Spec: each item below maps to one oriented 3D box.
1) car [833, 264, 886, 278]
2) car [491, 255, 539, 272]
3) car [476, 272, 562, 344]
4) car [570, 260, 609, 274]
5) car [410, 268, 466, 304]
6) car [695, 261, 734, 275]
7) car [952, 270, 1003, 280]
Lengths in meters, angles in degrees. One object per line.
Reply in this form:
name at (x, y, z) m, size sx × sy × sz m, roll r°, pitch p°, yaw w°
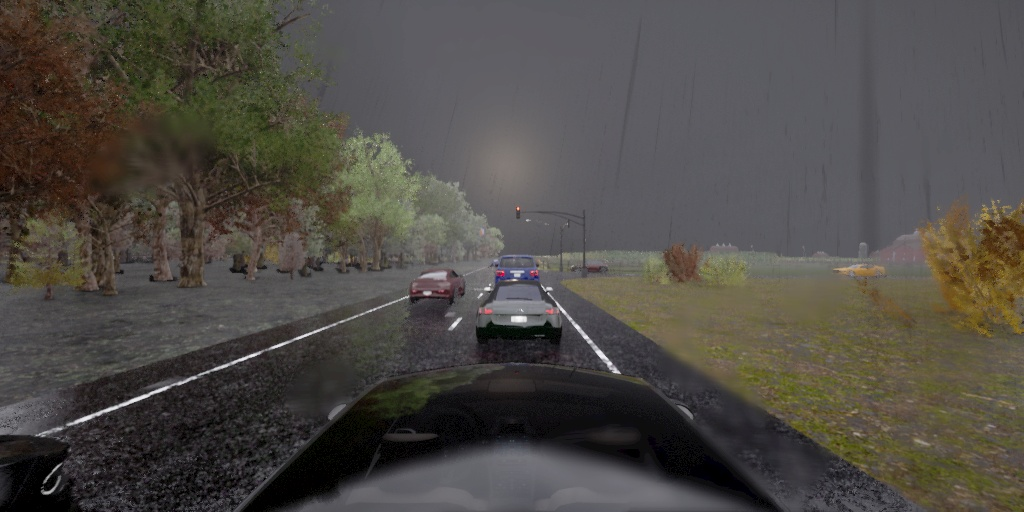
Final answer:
car at (40.285, 1.704, 41.669) m, size 5.008 × 1.535 × 1.882 m, roll 0°, pitch -1°, yaw 1°
car at (0.272, 0.969, 19.050) m, size 2.150 × 2.045 × 5.566 m, roll 0°, pitch 0°, yaw 1°
car at (0.173, 1.313, 9.637) m, size 1.994 × 1.385 × 4.181 m, roll 0°, pitch 0°, yaw 1°
car at (9.290, 1.256, 43.148) m, size 4.553 × 1.767 × 2.097 m, roll 0°, pitch -1°, yaw 14°
car at (-3.260, 1.274, 16.209) m, size 1.812 × 1.442 × 4.674 m, roll 0°, pitch 0°, yaw 1°
car at (23.657, 1.397, 41.927) m, size 4.553 × 1.767 × 2.097 m, roll 1°, pitch -1°, yaw 1°
car at (49.460, 1.832, 37.921) m, size 4.181 × 1.385 × 1.994 m, roll 1°, pitch -1°, yaw 2°
